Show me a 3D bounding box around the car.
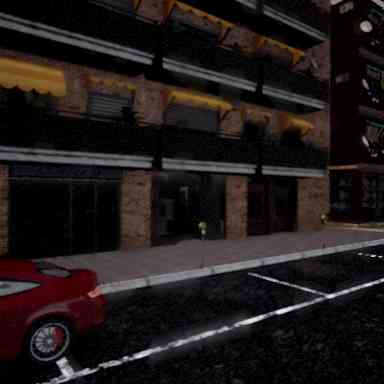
[{"bbox_3d":[-3.228,1.575,4.266,4.206,1.307,1.802,0,0,-35],"label":"car"}]
